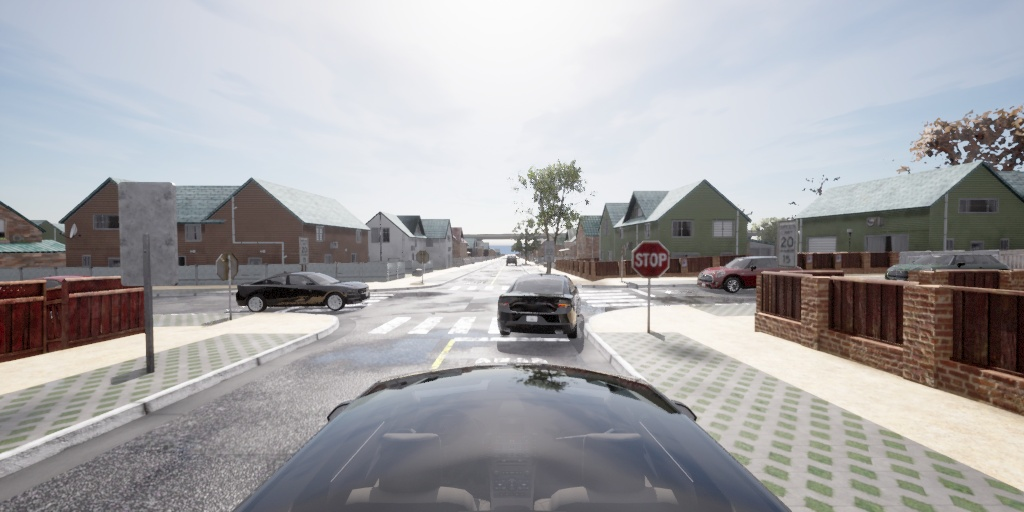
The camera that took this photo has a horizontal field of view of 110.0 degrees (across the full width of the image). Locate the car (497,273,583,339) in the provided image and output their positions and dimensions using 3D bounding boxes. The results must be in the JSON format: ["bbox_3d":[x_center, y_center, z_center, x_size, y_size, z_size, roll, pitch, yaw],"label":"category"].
[{"bbox_3d":[0.949,1.224,10.262,1.882,1.535,5.008,0,0,12],"label":"car"}]

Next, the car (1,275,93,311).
[{"bbox_3d":[-18.036,1.546,14.705,5.008,1.535,1.882,-1,2,0],"label":"car"}]

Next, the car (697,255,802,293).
[{"bbox_3d":[11.789,0.819,17.884,4.553,1.767,2.097,-1,2,0],"label":"car"}]

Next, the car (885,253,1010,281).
[{"bbox_3d":[21.683,0.645,17.966,4.553,1.767,2.097,-1,2,0],"label":"car"}]

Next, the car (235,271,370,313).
[{"bbox_3d":[-8.483,1.376,14.778,5.008,1.535,1.882,-1,2,0],"label":"car"}]
